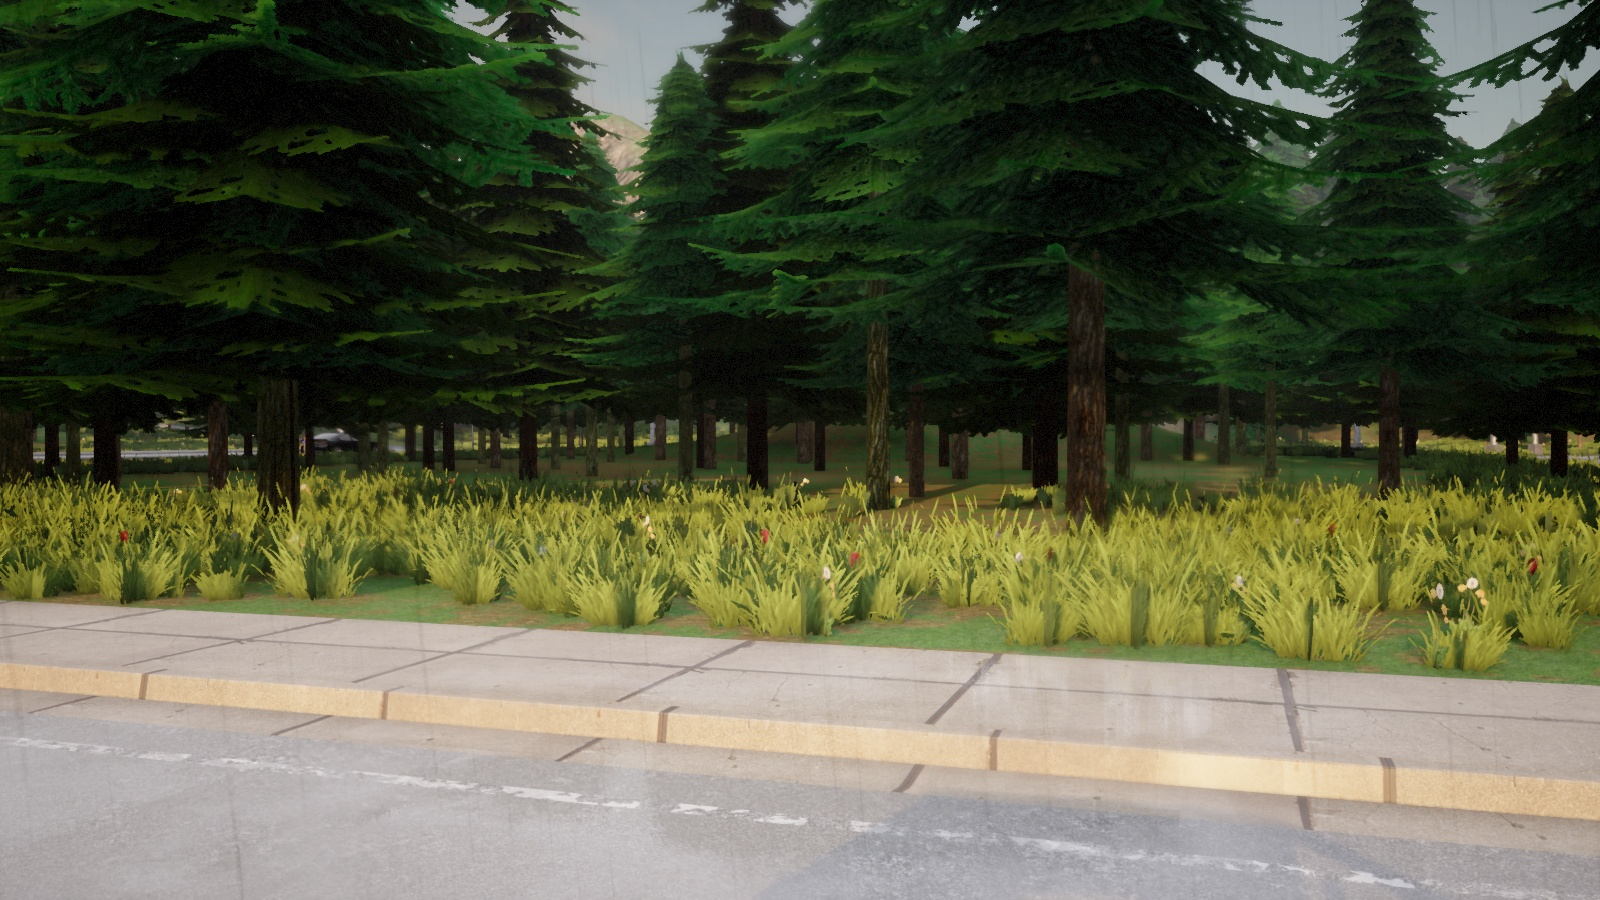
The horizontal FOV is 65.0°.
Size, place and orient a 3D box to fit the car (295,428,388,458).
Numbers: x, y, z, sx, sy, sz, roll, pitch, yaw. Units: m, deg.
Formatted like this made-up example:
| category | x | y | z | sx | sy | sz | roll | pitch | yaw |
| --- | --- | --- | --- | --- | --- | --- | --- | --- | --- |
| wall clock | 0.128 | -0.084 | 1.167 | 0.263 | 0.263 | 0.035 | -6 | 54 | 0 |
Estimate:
| category | x | y | z | sx | sy | sz | roll | pitch | yaw |
| --- | --- | --- | --- | --- | --- | --- | --- | --- | --- |
| car | -24.360 | -0.386 | 66.976 | 1.882 | 1.535 | 5.008 | 1 | 1 | 20 |
